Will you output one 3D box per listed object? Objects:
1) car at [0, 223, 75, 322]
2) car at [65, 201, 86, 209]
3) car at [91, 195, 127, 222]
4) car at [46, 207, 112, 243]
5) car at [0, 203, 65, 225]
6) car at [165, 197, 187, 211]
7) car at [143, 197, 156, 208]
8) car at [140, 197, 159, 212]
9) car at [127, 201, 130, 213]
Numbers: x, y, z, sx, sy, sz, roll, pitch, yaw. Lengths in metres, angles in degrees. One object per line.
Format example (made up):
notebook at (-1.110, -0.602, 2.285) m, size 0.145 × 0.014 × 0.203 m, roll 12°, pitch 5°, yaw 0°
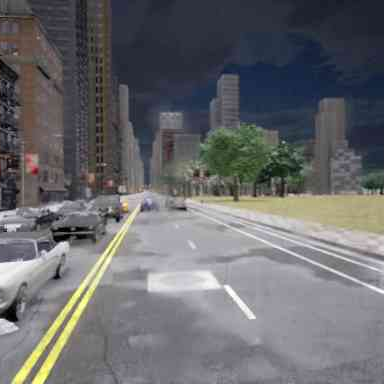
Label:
car at (-4.114, 1.638, 7.278) m, size 1.895 × 1.301 × 4.718 m, roll -1°, pitch 0°, yaw -8°
car at (-10.193, 1.580, 28.408) m, size 1.837 × 1.490 × 4.892 m, roll -1°, pitch 0°, yaw -7°
car at (-6.676, 1.255, 26.553) m, size 2.150 × 2.045 × 5.566 m, roll -1°, pitch 0°, yaw -7°
car at (-5.335, 1.636, 16.358) m, size 1.895 × 1.301 × 4.718 m, roll -1°, pitch 0°, yaw -7°
car at (-8.869, 1.568, 18.280) m, size 2.128 × 1.511 × 4.902 m, roll -1°, pitch 0°, yaw -8°
car at (-1.726, 1.513, 39.397) m, size 1.994 × 1.385 × 4.181 m, roll -1°, pitch 0°, yaw -8°
car at (-6.259, 1.516, 48.894) m, size 1.812 × 1.442 × 4.674 m, roll -1°, pitch 0°, yaw -8°
car at (-4.946, 1.342, 38.941) m, size 2.097 × 1.767 × 4.553 m, roll -1°, pitch 0°, yaw -8°
car at (-7.985, 1.510, 36.947) m, size 1.882 × 1.535 × 5.008 m, roll -1°, pitch 0°, yaw -7°
